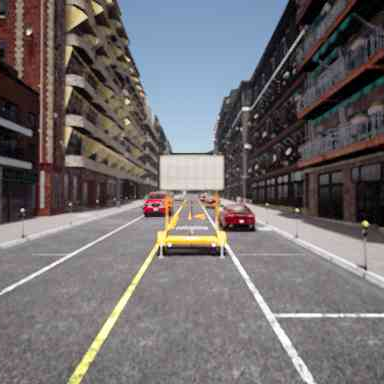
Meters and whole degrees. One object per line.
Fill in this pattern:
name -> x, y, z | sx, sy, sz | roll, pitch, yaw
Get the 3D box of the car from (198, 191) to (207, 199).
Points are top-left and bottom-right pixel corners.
car -> 2.577, 0.767, 85.972 | 2.192, 1.841, 5.009 | 1, 0, 0

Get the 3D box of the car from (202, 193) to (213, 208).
car -> 2.595, 1.232, 41.726 | 1.887, 1.381, 4.507 | 1, 0, 0

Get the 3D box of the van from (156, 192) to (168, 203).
van -> -5.275, 0.926, 58.380 | 1.690, 1.788, 3.998 | 2, 0, 0

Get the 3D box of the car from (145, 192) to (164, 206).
car -> -5.277, 0.967, 47.321 | 2.192, 1.841, 5.009 | 2, 0, 0

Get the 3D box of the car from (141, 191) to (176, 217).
car -> -2.841, 0.995, 28.754 | 2.150, 2.045, 5.566 | 0, 0, 0

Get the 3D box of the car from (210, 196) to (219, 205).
car -> 2.592, 1.324, 25.306 | 1.752, 1.417, 4.829 | 1, 0, 0

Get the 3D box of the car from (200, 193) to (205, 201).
car -> 2.596, 1.203, 47.258 | 2.008, 1.369, 4.403 | 1, 0, 0

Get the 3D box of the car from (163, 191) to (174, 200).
car -> -5.271, 0.816, 74.972 | 2.192, 1.841, 5.009 | 1, 0, 0

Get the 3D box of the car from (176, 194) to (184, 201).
car -> -2.732, 1.122, 69.167 | 1.895, 1.301, 4.718 | 0, 0, 0

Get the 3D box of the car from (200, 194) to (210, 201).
car -> 2.602, 1.073, 69.379 | 1.887, 1.381, 4.507 | 1, 0, 0

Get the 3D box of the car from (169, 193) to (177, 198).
car -> -5.273, 0.994, 91.566 | 1.947, 1.339, 4.313 | 1, 0, 0

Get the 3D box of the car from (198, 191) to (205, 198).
car -> 2.601, 1.101, 63.849 | 1.887, 1.381, 4.507 | 1, 0, 0

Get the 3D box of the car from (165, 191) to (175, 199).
car -> -5.270, 0.791, 80.502 | 2.192, 1.841, 5.009 | 1, 0, 0

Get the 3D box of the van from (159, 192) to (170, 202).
van -> -5.275, 0.897, 63.912 | 1.690, 1.788, 3.998 | 1, 0, 0

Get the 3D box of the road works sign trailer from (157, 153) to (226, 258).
road works sign trailer -> -0.006, 0.361, 12.283 | 2.380, 3.560, 2.880 | 0, 0, 0

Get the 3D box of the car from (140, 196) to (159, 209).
car -> -5.284, 1.214, 41.621 | 1.752, 1.417, 4.829 | 2, 0, 0

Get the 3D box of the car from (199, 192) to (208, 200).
car -> 2.614, 0.942, 74.910 | 1.967, 1.590, 4.097 | 1, 0, 0

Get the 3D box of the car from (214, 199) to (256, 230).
car -> 2.590, 1.385, 19.604 | 1.887, 1.381, 4.507 | 1, 0, 0
